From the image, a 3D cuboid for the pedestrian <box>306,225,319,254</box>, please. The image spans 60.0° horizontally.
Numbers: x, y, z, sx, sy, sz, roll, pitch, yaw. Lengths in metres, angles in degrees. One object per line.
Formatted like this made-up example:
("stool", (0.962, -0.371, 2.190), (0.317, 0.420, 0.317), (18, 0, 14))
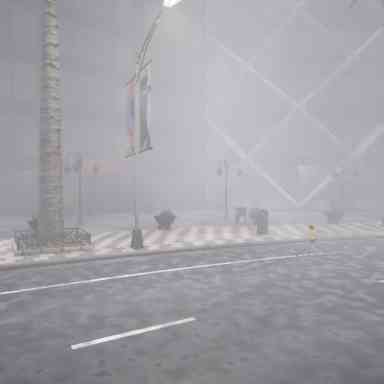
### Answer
("pedestrian", (4.420, 1.674, 12.217), (0.500, 1.100, 0.500), (0, 0, -23))
